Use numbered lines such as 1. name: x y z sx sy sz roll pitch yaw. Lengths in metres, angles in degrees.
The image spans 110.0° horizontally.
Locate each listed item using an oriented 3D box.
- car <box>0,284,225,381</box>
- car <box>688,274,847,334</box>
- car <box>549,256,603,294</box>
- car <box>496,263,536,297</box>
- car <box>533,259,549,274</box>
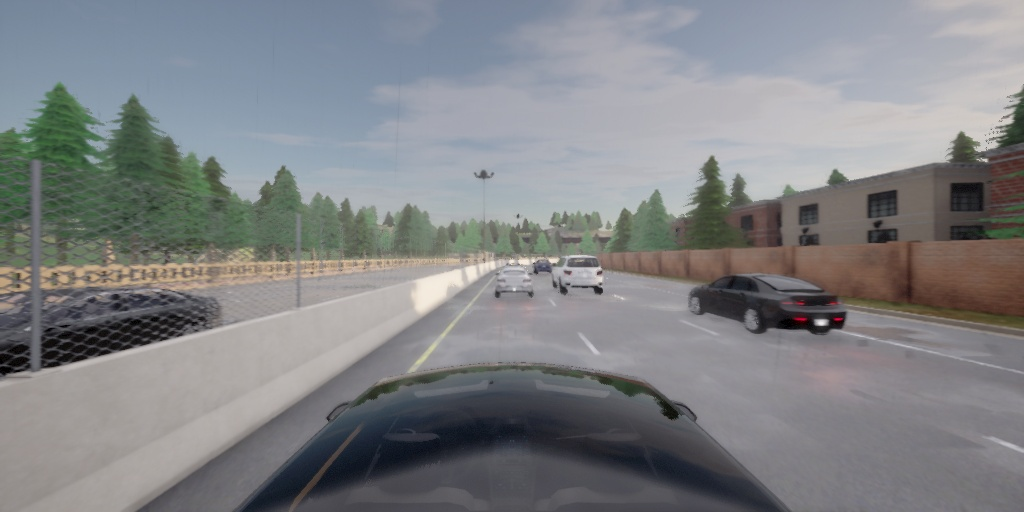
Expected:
1. car: -7.080 1.248 5.617 2.128 1.511 4.902 0 0 0
2. car: 7.105 1.269 10.647 1.837 1.490 4.892 0 0 0
3. car: 3.609 1.001 20.451 2.150 2.045 5.566 0 0 0
4. car: 0.109 1.302 18.960 1.812 1.442 4.674 0 0 0
5. car: 3.616 1.164 42.865 2.097 1.767 4.553 0 0 0
